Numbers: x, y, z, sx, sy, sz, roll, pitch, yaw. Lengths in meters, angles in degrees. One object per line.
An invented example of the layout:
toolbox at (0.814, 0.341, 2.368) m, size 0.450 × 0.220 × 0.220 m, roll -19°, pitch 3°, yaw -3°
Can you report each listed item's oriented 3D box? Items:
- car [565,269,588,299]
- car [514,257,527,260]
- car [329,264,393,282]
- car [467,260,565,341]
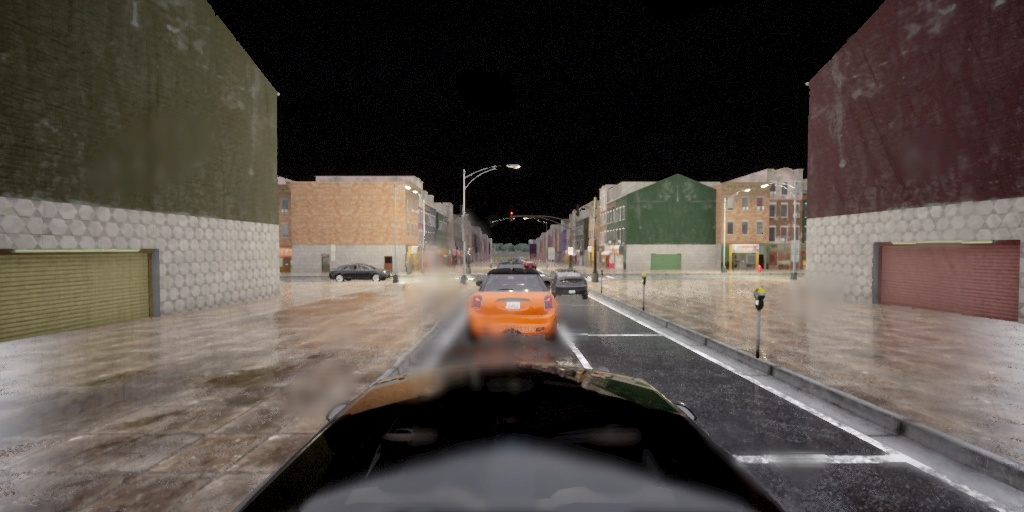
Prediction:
car at (2.581, 1.297, 17.546) m, size 2.007 × 1.370 × 4.403 m, roll 0°, pitch 0°, yaw 0°
car at (-0.064, 1.098, 19.864) m, size 2.097 × 1.767 × 4.553 m, roll 0°, pitch 0°, yaw 0°
car at (-12.336, 1.365, 29.421) m, size 4.892 × 1.490 × 1.837 m, roll 0°, pitch 1°, yaw -2°
car at (0.036, 1.100, 9.973) m, size 2.097 × 1.767 × 4.553 m, roll 0°, pitch 0°, yaw 0°
